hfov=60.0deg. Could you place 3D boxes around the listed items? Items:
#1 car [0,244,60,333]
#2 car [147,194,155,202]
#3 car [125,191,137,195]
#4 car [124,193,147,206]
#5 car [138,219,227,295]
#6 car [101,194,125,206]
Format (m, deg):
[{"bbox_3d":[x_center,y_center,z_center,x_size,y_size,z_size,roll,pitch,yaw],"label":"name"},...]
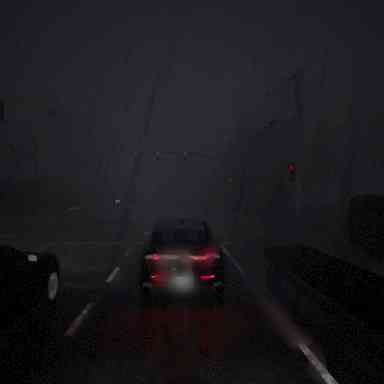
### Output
[{"bbox_3d":[-3.623,1.451,4.963,1.882,1.535,5.008,0,0,-2],"label":"car"},{"bbox_3d":[-8.331,1.152,64.228,2.128,1.511,4.902,0,0,-1],"label":"car"},{"bbox_3d":[-11.830,0.880,64.428,2.150,2.045,5.566,0,0,-1],"label":"car"},{"bbox_3d":[-8.081,1.309,48.175,1.994,1.385,4.181,0,0,-1],"label":"car"},{"bbox_3d":[-0.263,1.445,8.634,2.128,1.511,4.902,0,0,-2],"label":"car"},{"bbox_3d":[-11.576,1.294,47.827,2.033,1.411,5.357,0,0,-1],"label":"car"}]
